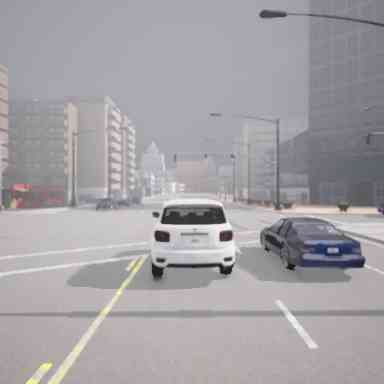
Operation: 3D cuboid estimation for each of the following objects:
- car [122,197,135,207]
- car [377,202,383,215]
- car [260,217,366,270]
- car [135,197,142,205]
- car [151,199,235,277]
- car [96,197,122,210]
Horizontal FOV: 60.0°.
[{"bbox_3d":[-10.515,1.578,51.359,1.994,1.385,4.181,0,0,0],"label":"car"},{"bbox_3d":[18.987,1.137,28.448,5.566,2.045,2.150,0,0,1],"label":"car"},{"bbox_3d":[3.624,1.544,11.026,2.033,1.411,5.357,0,0,0],"label":"car"},{"bbox_3d":[-10.459,1.583,61.447,1.882,1.535,5.008,0,-1,0],"label":"car"},{"bbox_3d":[-0.090,1.220,10.513,2.150,2.045,5.566,0,0,-3],"label":"car"},{"bbox_3d":[-10.529,1.454,41.359,1.837,1.490,4.892,0,0,0],"label":"car"}]
